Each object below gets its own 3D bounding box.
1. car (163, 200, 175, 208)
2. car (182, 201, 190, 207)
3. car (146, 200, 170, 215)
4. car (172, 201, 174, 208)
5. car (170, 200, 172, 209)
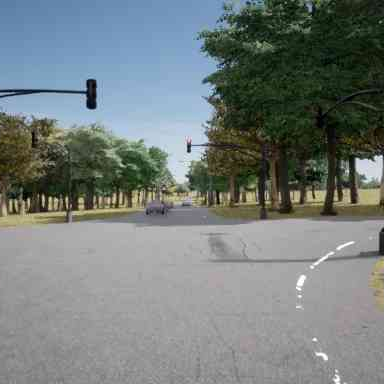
[{"bbox_3d":[-4.707,2.455,68.225,2.128,1.511,4.902,0,-2,-1],"label":"car"},{"bbox_3d":[-1.474,2.898,80.621,1.994,1.385,4.181,0,-2,-1],"label":"car"},{"bbox_3d":[-4.172,1.738,39.408,2.097,1.767,4.553,0,-1,0],"label":"car"},{"bbox_3d":[-4.554,2.272,58.215,2.033,1.411,5.357,0,-1,-1],"label":"car"},{"bbox_3d":[-4.336,2.143,48.410,1.895,1.301,4.718,0,-1,-1],"label":"car"}]
